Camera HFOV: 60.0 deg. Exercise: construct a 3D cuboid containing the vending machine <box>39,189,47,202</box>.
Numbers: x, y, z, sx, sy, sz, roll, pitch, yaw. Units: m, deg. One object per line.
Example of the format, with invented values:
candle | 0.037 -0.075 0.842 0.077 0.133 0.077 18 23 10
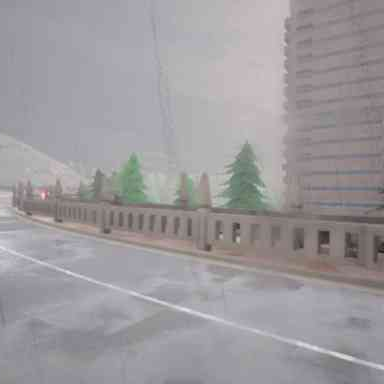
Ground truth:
vending machine | -23.361 0.531 52.207 1.100 2.100 0.880 1 0 -15
